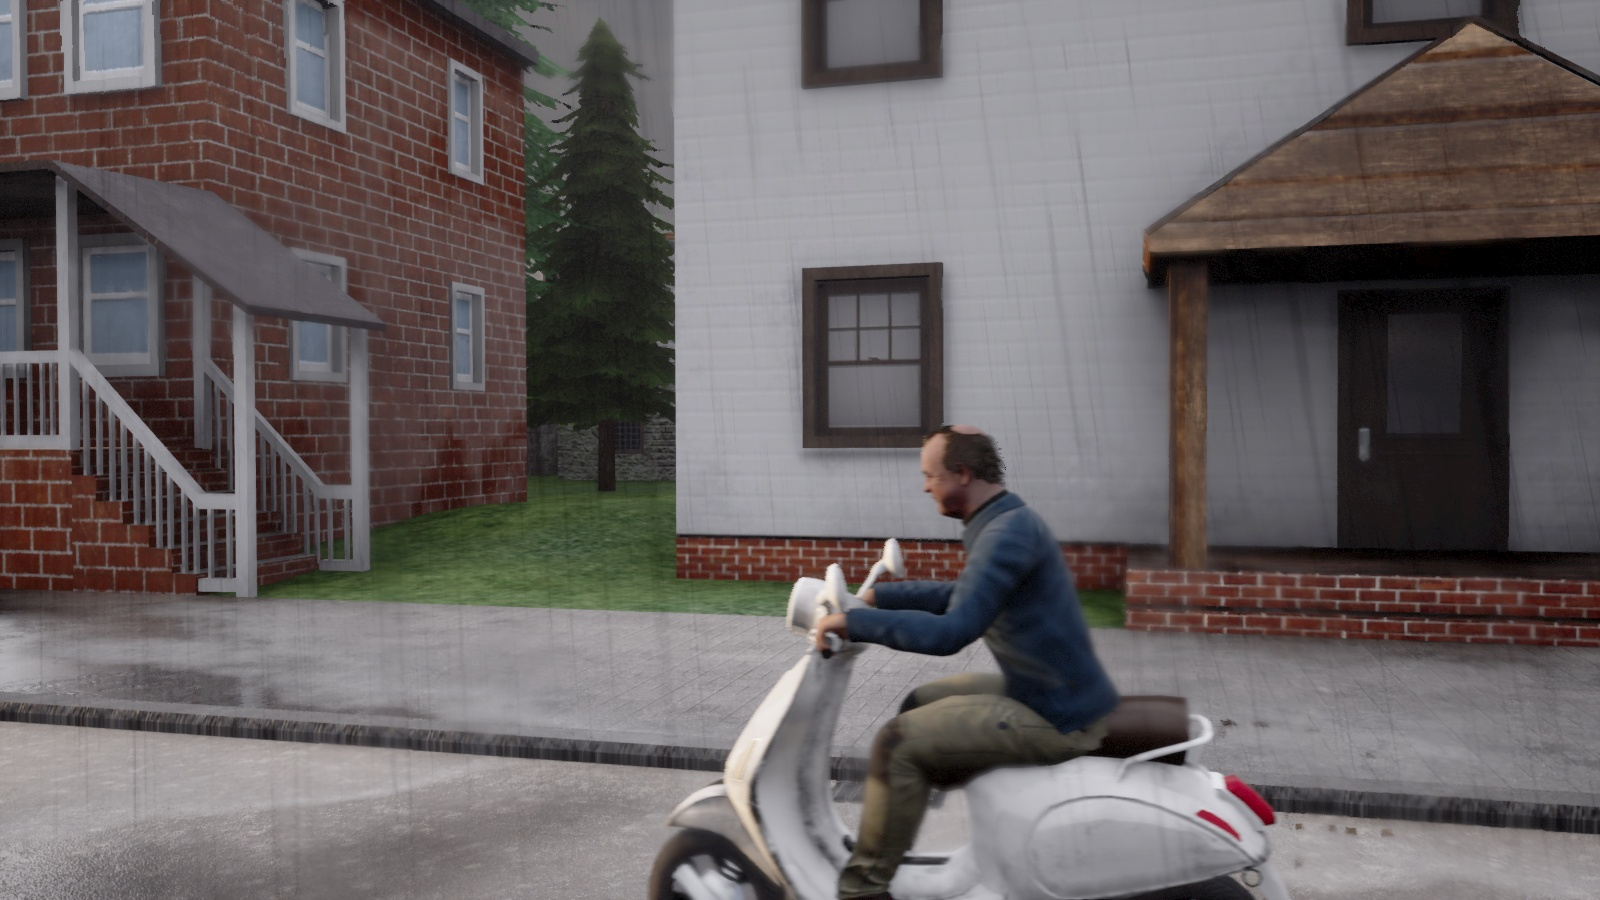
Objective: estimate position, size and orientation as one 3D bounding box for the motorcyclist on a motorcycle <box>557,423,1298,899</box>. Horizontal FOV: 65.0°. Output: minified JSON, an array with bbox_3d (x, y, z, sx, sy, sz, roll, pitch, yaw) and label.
[{"bbox_3d":[0.351,0.725,3.486,1.817,1.590,0.866,0,1,15],"label":"motorcyclist on a motorcycle"}]
